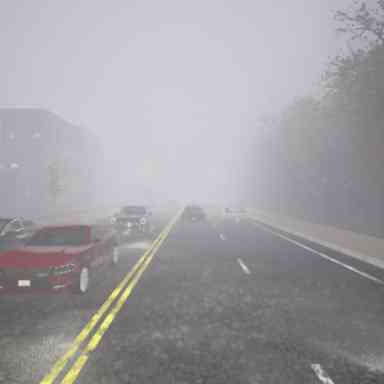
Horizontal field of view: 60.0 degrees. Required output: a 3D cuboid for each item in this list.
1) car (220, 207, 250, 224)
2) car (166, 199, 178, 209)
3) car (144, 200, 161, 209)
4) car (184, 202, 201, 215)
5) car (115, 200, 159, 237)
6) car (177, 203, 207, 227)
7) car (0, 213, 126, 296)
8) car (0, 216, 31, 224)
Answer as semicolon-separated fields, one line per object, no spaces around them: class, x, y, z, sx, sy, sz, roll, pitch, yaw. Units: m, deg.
car;3.355;1.838;26.659;1.895;1.301;4.718;0;0;0
car;-3.276;1.963;55.263;1.882;1.535;5.008;0;0;1
car;-6.519;2.032;55.196;2.033;1.411;5.357;0;0;1
car;0.079;1.957;40.357;1.895;1.301;4.718;0;0;0
car;-3.297;1.524;19.182;2.097;1.767;4.553;0;-1;0
car;0.109;1.701;25.088;1.882;1.535;5.008;0;0;0
car;-3.338;1.560;9.116;1.882;1.535;5.008;0;-1;0
car;-6.580;1.593;11.169;2.128;1.511;4.902;0;-1;0
